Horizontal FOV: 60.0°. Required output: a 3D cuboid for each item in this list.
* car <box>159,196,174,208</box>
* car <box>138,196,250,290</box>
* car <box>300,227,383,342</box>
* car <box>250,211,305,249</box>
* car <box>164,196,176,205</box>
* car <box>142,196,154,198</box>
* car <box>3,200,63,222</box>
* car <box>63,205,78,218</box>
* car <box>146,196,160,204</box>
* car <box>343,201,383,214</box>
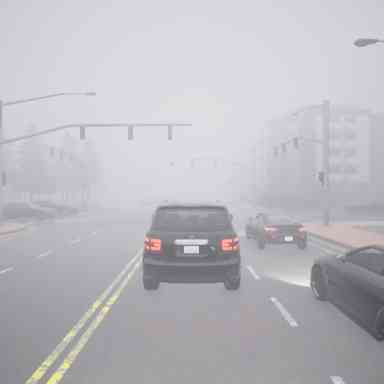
[{"bbox_3d":[-3.845,1.477,50.467,1.882,1.535,5.008,0,0,0],"label":"car"},{"bbox_3d":[0.002,1.221,9.199,2.150,2.045,5.566,0,0,0],"label":"car"},{"bbox_3d":[3.572,1.564,5.646,1.994,1.385,4.181,0,0,0],"label":"car"},{"bbox_3d":[3.507,1.526,14.366,1.812,1.442,4.674,0,0,0],"label":"car"},{"bbox_3d":[-3.881,1.477,59.883,1.882,1.535,5.008,0,0,0],"label":"car"},{"bbox_3d":[-7.348,1.477,53.045,1.882,1.535,5.008,0,0,-1],"label":"car"},{"bbox_3d":[-12.989,1.525,25.999,4.674,1.442,1.812,0,0,-1],"label":"car"},{"bbox_3d":[-12.876,1.477,29.802,5.008,1.535,1.882,0,0,-6],"label":"car"},{"bbox_3d":[-7.382,1.491,63.314,2.128,1.511,4.902,0,0,0],"label":"car"},{"bbox_3d":[18.066,1.601,34.068,4.718,1.301,1.895,0,0,-2],"label":"car"}]
